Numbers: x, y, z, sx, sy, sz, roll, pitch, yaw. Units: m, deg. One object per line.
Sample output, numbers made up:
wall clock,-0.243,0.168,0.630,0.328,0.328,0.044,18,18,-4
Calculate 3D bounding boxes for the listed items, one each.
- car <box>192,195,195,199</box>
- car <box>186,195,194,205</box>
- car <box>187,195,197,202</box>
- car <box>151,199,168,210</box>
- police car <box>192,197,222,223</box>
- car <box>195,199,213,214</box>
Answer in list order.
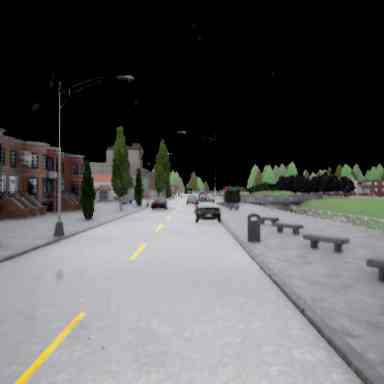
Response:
car,1.204,1.494,41.703,1.837,1.490,4.892,0,0,0
car,0.007,1.548,59.213,1.994,1.385,4.181,0,0,0
car,0.008,1.386,73.913,2.033,1.411,5.357,0,0,0
car,-4.088,1.589,42.146,1.895,1.301,4.718,0,0,0
police car,1.185,1.418,25.816,1.930,1.638,5.238,0,0,0
car,1.204,1.516,35.703,1.812,1.442,4.674,0,0,0
